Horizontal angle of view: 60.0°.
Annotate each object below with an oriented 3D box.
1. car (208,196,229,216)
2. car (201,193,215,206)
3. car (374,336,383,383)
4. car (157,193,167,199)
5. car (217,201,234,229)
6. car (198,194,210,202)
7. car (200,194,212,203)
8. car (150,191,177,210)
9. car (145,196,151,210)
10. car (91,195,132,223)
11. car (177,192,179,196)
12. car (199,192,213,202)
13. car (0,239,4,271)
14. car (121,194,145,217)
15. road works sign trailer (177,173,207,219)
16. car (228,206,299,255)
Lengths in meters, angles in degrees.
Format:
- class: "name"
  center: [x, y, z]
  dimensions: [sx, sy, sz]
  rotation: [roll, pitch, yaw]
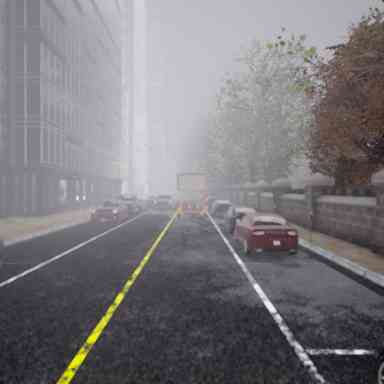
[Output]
- class: "car"
  center: [2.685, 1.338, 29.456]
  dimensions: [1.887, 1.381, 4.507]
  rotation: [0, 0, 0]
- class: "car"
  center: [2.607, 1.226, 46.113]
  dimensions: [1.802, 1.307, 4.206]
  rotation: [0, 1, -1]
- class: "car"
  center: [2.753, 1.555, 1.660]
  dimensions: [1.947, 1.339, 4.313]
  rotation: [0, 0, 0]
- class: "car"
  center: [-6.637, 0.933, 73.944]
  dimensions: [1.802, 1.307, 4.206]
  rotation: [0, 1, -2]
- class: "car"
  center: [2.687, 1.430, 18.335]
  dimensions: [2.008, 1.369, 4.403]
  rotation: [0, 0, 0]
- class: "car"
  center: [2.189, 1.023, 62.794]
  dimensions: [2.008, 1.369, 4.403]
  rotation: [0, 1, -2]
- class: "car"
  center: [2.337, 1.113, 57.237]
  dimensions: [1.802, 1.307, 4.206]
  rotation: [0, 1, -2]
- class: "car"
  center: [-3.127, 1.074, 37.707]
  dimensions: [2.097, 1.767, 4.553]
  rotation: [0, 1, 0]
- class: "car"
  center: [-5.842, 1.312, 34.960]
  dimensions: [1.947, 1.339, 4.313]
  rotation: [0, 0, 0]
- class: "car"
  center: [-5.840, 1.278, 23.839]
  dimensions: [1.967, 1.590, 4.097]
  rotation: [0, 0, 0]
- class: "car"
  center: [-3.918, 0.591, 78.157]
  dimensions: [1.812, 1.442, 4.674]
  rotation: [0, 1, -2]
- class: "car"
  center: [2.487, 0.904, 51.676]
  dimensions: [2.192, 1.841, 5.009]
  rotation: [0, 1, -2]
- class: "car"
  center: [-5.835, 1.520, 7.156]
  dimensions: [1.947, 1.339, 4.313]
  rotation: [0, 0, 0]
- class: "car"
  center: [-5.840, 1.108, 29.397]
  dimensions: [2.192, 1.841, 5.009]
  rotation: [0, 0, 0]
- class: "road works sign trailer"
  center: [-0.008, 0.279, 26.728]
  dimensions: [2.380, 3.560, 2.880]
  rotation: [0, 0, 0]
- class: "car"
  center: [2.689, 1.463, 12.774]
  dimensions: [1.887, 1.381, 4.507]
  rotation: [0, 0, 0]
